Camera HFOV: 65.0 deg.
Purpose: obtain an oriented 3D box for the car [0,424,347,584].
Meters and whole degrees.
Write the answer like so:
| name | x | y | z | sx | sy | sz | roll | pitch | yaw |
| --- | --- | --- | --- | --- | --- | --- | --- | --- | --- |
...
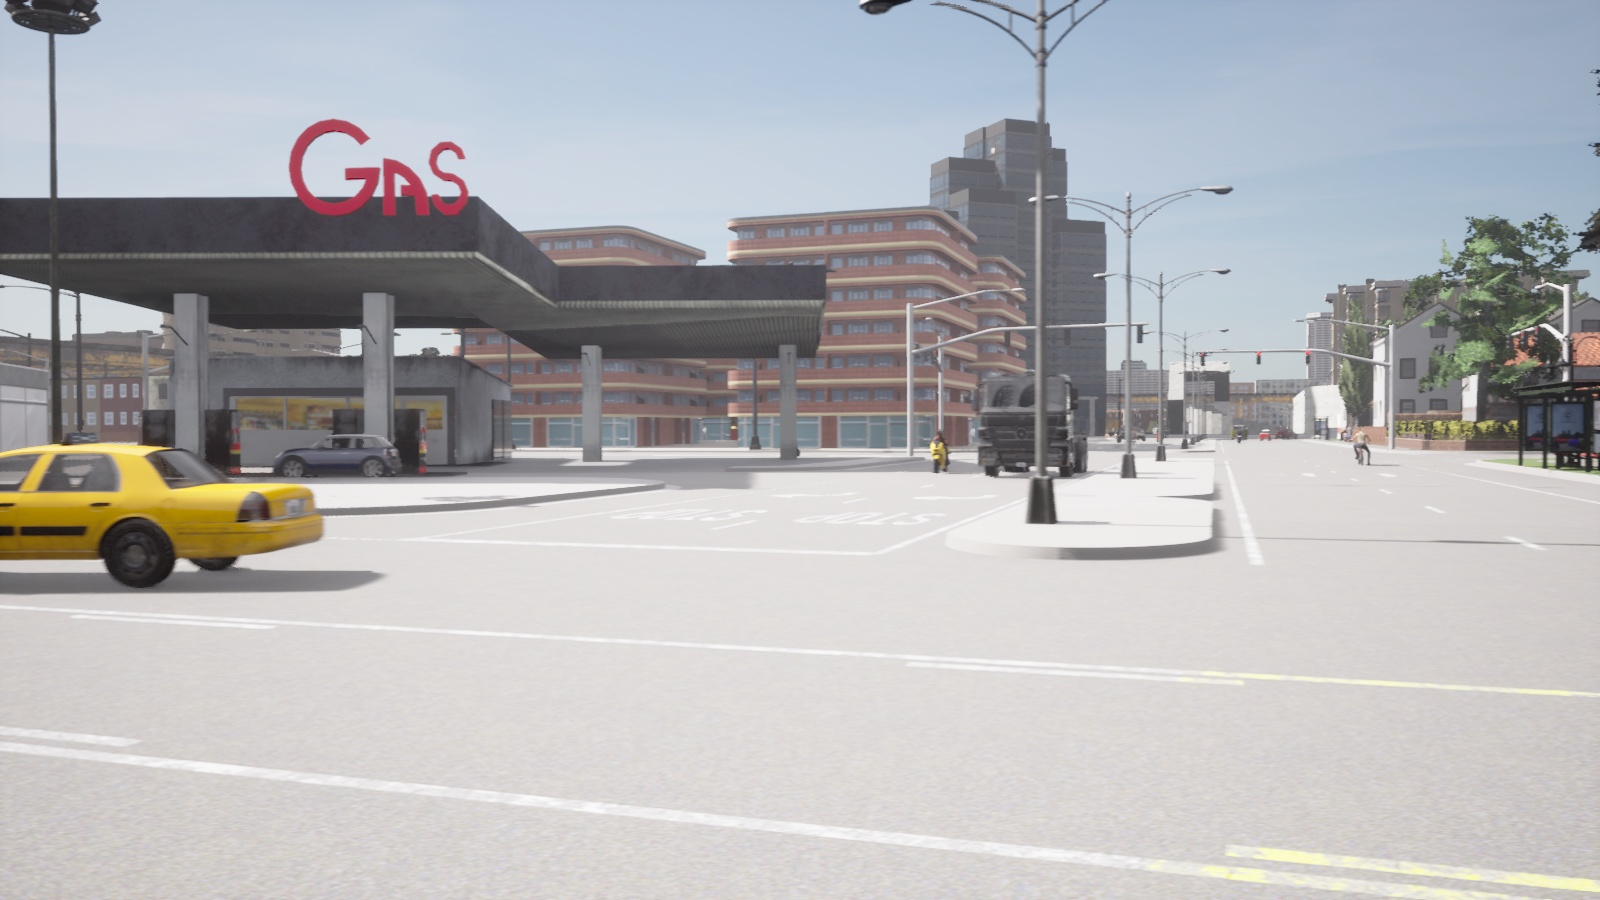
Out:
| name | x | y | z | sx | sy | sz | roll | pitch | yaw |
| --- | --- | --- | --- | --- | --- | --- | --- | --- | --- |
| car | -7.846 | 0.521 | 13.417 | 5.366 | 1.575 | 1.801 | 0 | 1 | 1 |

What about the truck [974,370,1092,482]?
| name | x | y | z | sx | sy | sz | roll | pitch | yaw |
| --- | --- | --- | --- | --- | --- | --- | --- | --- | --- |
| truck | 8.125 | -0.814 | 43.012 | 2.891 | 3.462 | 7.936 | 1 | 1 | 18 |

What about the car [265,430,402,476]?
| name | x | y | z | sx | sy | sz | roll | pitch | yaw |
| --- | --- | --- | --- | --- | --- | --- | --- | --- | --- |
| car | -15.199 | 0.076 | 41.114 | 3.806 | 1.475 | 1.970 | 0 | 1 | -4 |

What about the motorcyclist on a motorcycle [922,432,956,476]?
| name | x | y | z | sx | sy | sz | roll | pitch | yaw |
| --- | --- | --- | --- | --- | --- | --- | --- | --- | --- |
| motorcyclist on a motorcycle | 4.935 | 0.114 | 44.526 | 0.797 | 1.523 | 2.044 | 1 | 1 | 19 |
